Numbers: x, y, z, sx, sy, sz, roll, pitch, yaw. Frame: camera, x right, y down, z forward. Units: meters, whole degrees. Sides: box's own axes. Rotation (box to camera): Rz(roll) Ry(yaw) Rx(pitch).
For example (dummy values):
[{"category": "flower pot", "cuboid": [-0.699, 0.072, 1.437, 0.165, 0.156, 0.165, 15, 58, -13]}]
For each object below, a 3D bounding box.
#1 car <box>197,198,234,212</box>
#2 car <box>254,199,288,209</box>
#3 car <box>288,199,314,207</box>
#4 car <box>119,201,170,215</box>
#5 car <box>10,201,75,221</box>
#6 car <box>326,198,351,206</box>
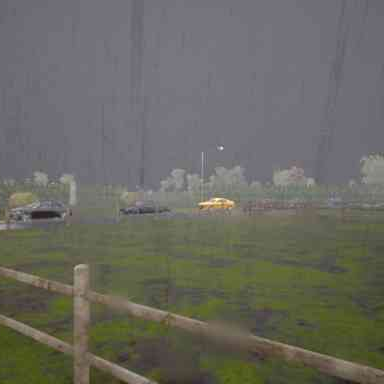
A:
[{"category": "car", "cuboid": [2.810, 1.487, 39.220, 5.008, 1.535, 1.882, 0, 0, -40]}, {"category": "car", "cuboid": [10.586, 1.621, 45.608, 4.718, 1.301, 1.895, 0, 0, -38]}, {"category": "car", "cuboid": [14.518, 1.643, 45.059, 4.718, 1.301, 1.895, 0, 0, -37]}, {"category": "car", "cuboid": [-4.612, 1.546, 32.666, 5.357, 1.411, 2.033, 0, 0, -43]}, {"category": "car", "cuboid": [-11.636, 1.478, 25.884, 2.128, 1.511, 4.902, 1, 0, 44]}, {"category": "car", "cuboid": [22.435, 1.582, 51.081, 4.674, 1.442, 1.812, 0, 0, -36]}]
